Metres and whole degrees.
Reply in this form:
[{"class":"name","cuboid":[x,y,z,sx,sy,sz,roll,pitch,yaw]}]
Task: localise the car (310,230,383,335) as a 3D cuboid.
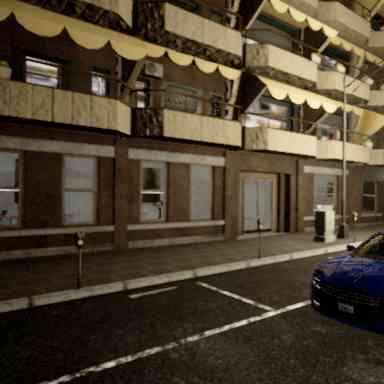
[{"class":"car","cuboid":[4.360,1.482,6.491,5.008,1.535,1.882,0,0,-36]}]
